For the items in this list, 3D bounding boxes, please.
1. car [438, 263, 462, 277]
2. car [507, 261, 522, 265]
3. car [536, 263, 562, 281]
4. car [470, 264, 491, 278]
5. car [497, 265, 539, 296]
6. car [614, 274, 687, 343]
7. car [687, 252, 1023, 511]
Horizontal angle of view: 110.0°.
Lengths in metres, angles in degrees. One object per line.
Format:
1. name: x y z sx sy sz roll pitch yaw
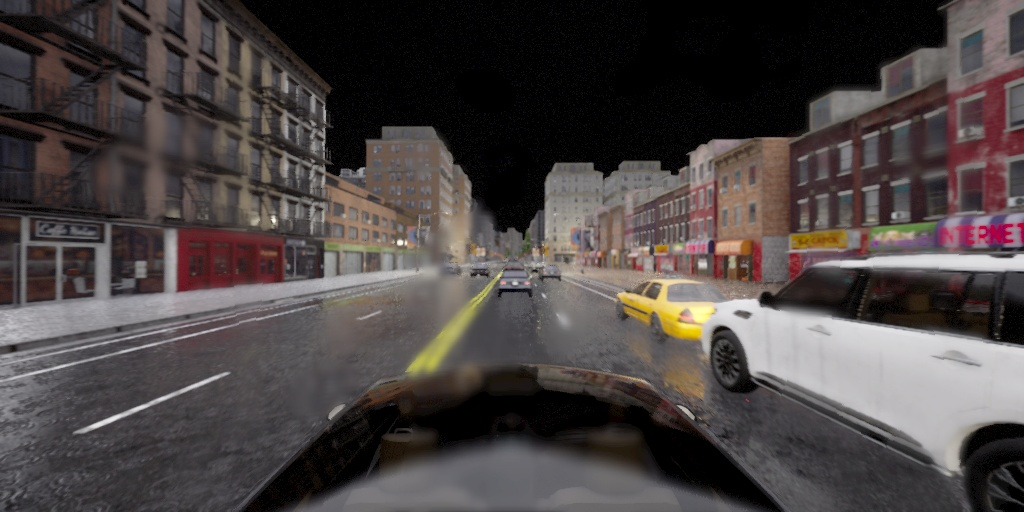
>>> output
1. car: -6.465 1.494 38.176 2.033 1.411 5.357 0 0 0
2. car: 0.233 1.318 38.453 2.097 1.767 4.553 0 0 0
3. car: 3.406 1.486 32.887 2.033 1.411 5.357 0 0 1
4. car: -3.220 1.497 37.269 2.033 1.411 5.357 0 0 0
5. car: 0.159 1.396 19.957 2.033 1.411 5.357 0 0 0
6. car: 4.248 1.252 9.772 1.801 1.575 5.366 0 0 0
7. car: 4.226 0.992 3.611 2.150 2.045 5.566 0 0 0
